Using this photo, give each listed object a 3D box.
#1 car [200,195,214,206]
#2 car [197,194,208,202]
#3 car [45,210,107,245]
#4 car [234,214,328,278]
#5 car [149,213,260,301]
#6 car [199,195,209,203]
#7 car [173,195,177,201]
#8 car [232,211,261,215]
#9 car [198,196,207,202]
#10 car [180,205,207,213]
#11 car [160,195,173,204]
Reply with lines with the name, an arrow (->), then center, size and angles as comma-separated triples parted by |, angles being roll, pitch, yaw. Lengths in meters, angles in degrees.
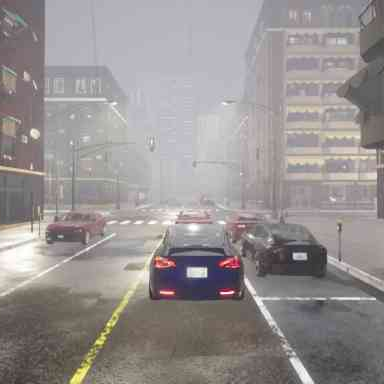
car -> 2.673, 1.578, 53.726 | 1.887, 1.381, 4.507 | 1, 0, 0
car -> 2.573, 1.359, 63.672 | 2.192, 1.841, 5.009 | 1, 0, 0
car -> -5.282, 1.550, 15.638 | 1.887, 1.381, 4.507 | 1, 0, 0
car -> 2.568, 1.569, 9.999 | 1.947, 1.339, 4.313 | 1, 0, 0
car -> 0.096, 1.506, 8.381 | 2.163, 1.488, 4.792 | 0, 0, 0
car -> 2.535, 1.494, 70.795 | 1.967, 1.590, 4.097 | 1, 0, 0
car -> -5.356, 1.624, 87.848 | 1.887, 1.381, 4.507 | 1, 0, 0
car -> 2.565, 1.550, 15.670 | 1.887, 1.381, 4.507 | 1, 0, 0
car -> 2.528, 1.635, 82.175 | 1.947, 1.339, 4.313 | 1, 0, 0
car -> 0.084, 1.607, 18.104 | 1.895, 1.301, 4.718 | 0, 0, 0
car -> -5.359, 1.597, 65.090 | 2.008, 1.369, 4.403 | 1, 0, 0
